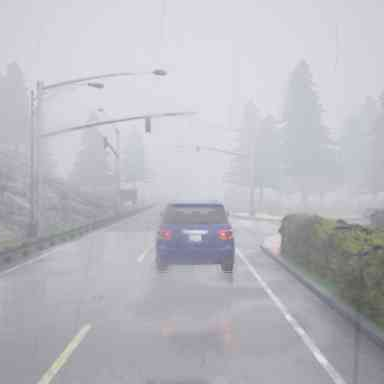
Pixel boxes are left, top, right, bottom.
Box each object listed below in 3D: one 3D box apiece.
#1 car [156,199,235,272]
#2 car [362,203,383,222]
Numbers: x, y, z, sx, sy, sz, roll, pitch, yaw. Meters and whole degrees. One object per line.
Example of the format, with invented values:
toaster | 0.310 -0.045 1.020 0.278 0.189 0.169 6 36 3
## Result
car | 0.092 1.235 10.951 2.150 2.045 5.566 0 0 0
car | 16.135 1.409 25.574 5.566 2.045 2.150 0 0 0
